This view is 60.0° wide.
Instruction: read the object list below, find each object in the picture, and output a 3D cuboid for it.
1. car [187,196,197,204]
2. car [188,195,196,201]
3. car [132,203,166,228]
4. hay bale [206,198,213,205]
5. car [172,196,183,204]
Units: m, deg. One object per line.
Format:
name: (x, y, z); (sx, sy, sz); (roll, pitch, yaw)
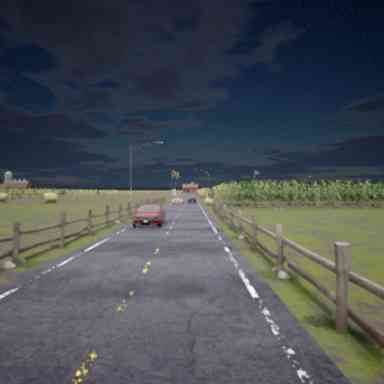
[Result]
car: (0.013, 1.612, 68.322); (1.837, 1.490, 4.892); (0, 0, 0)
car: (0.017, 1.568, 86.091); (1.895, 1.301, 4.718); (0, 0, 0)
car: (-2.843, 1.531, 22.879); (1.882, 1.535, 5.008); (0, 0, 0)
hay bale: (3.143, 1.772, 60.813); (1.220, 1.180, 1.240); (1, 1, 0)
car: (-2.757, 1.472, 64.332); (2.097, 1.767, 4.553); (0, 0, 1)
